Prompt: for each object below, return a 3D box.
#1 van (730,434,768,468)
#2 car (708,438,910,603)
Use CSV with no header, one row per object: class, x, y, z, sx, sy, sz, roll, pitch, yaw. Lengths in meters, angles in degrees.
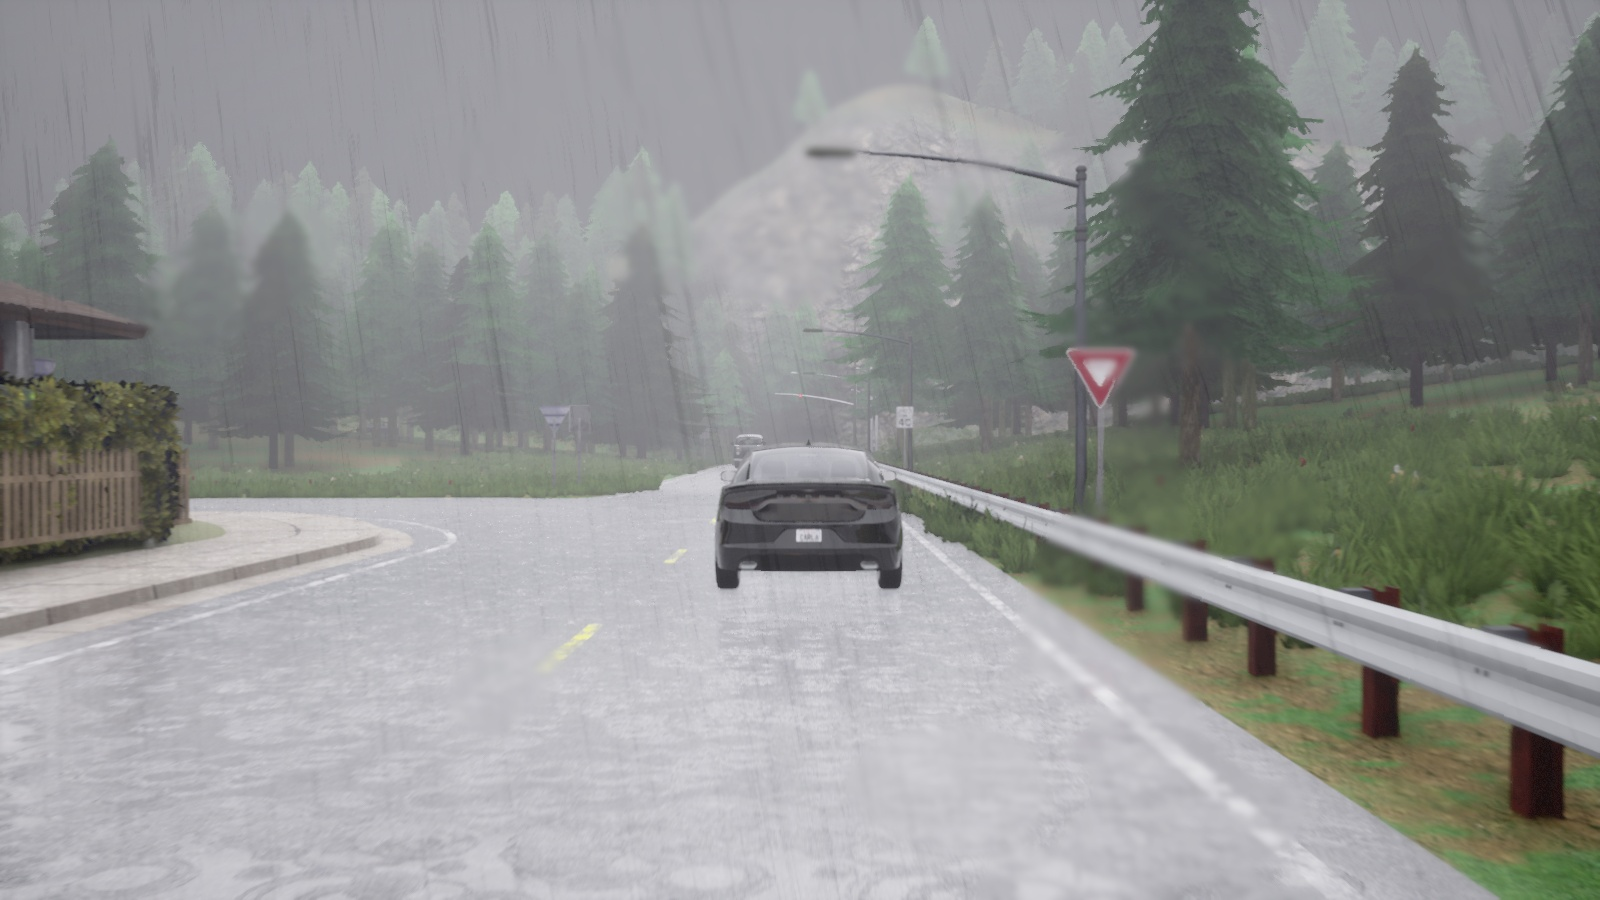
van,-3.053,0.038,75.978,2.069,2.038,4.480,0,0,0
car,0.096,0.644,14.227,1.882,1.535,5.008,0,0,0
